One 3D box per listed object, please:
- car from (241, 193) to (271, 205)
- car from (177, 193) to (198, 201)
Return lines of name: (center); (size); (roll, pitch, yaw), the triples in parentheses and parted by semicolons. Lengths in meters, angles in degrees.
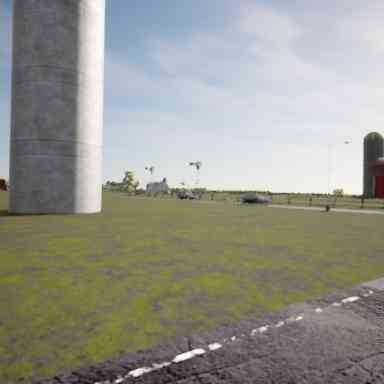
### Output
car: (9.308, 1.000, 48.508); (2.097, 1.767, 4.553); (1, 0, -36)
car: (-0.836, 0.889, 62.689); (1.882, 1.535, 5.008); (1, 0, -36)
